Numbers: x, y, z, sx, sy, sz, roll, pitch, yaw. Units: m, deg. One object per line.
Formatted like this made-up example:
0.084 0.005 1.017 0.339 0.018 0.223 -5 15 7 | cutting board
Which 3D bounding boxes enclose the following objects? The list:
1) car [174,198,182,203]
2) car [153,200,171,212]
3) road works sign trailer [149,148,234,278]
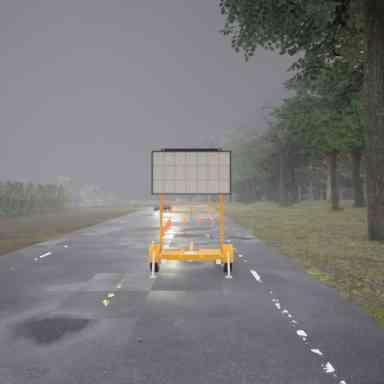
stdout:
-3.654 2.329 90.158 2.128 1.511 4.902 0 -1 0 | car
-3.670 1.728 41.700 1.994 1.385 4.181 0 0 0 | car
-0.016 0.480 10.154 2.380 3.560 2.880 0 0 0 | road works sign trailer
